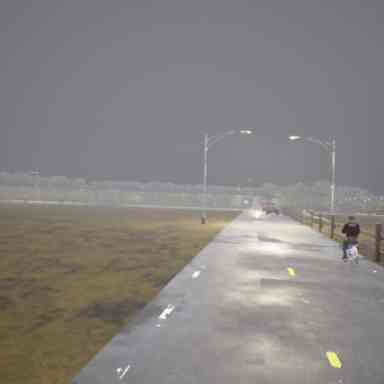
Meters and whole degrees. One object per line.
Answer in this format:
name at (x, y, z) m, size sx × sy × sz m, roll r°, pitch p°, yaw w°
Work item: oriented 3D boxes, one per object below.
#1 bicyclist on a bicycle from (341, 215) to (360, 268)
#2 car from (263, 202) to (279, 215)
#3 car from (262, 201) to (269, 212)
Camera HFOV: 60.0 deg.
bicyclist on a bicycle at (5.515, 1.685, 11.664) m, size 0.659 × 1.776 × 1.843 m, roll 2°, pitch 0°, yaw 11°
car at (12.340, 2.758, 51.307) m, size 1.837 × 1.490 × 4.892 m, roll 2°, pitch -2°, yaw 11°
car at (14.200, 2.779, 61.644) m, size 2.150 × 2.045 × 5.566 m, roll 2°, pitch -1°, yaw 11°
